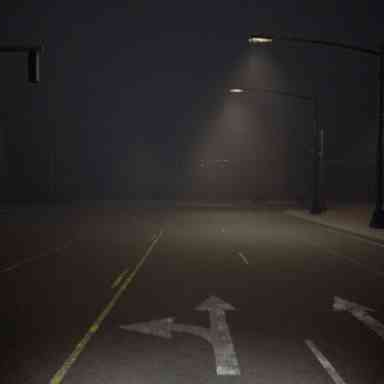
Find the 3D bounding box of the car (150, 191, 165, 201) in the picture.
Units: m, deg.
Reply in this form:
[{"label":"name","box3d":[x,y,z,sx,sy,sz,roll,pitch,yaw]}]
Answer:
[{"label":"car","box3d":[-6.989,0.965,65.094,1.812,1.442,4.674,0,0,0]}]

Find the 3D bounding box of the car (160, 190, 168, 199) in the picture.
[{"label":"car","box3d":[-6.975,0.634,80.438,2.150,2.045,5.566,0,0,0]}]
